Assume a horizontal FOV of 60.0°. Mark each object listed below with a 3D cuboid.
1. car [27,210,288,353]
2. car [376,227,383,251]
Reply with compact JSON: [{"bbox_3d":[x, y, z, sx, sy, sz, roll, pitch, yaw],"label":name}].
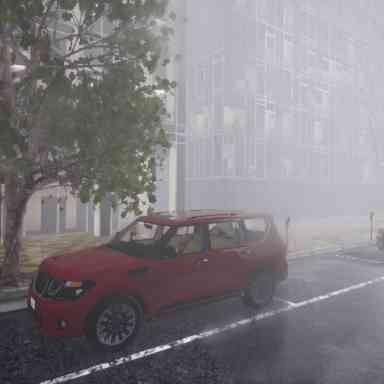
[{"bbox_3d":[-0.291,1.316,6.344,5.009,1.841,2.192,0,1,-36],"label":"car"},{"bbox_3d":[8.905,1.547,12.935,4.507,1.381,1.887,0,1,-36],"label":"car"}]
